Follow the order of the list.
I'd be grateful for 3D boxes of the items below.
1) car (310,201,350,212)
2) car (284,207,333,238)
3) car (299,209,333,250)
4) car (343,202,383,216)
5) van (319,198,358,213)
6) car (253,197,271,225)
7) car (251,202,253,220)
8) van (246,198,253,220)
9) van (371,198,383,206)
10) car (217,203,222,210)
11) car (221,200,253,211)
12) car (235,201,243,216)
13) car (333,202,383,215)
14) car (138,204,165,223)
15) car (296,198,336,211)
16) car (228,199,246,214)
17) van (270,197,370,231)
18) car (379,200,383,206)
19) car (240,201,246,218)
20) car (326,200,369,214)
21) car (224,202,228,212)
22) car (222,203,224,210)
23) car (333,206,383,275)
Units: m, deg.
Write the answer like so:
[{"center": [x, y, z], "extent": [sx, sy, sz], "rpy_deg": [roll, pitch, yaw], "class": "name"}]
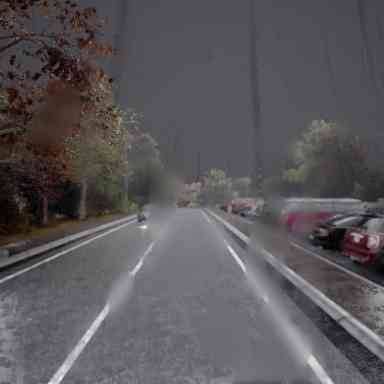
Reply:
[{"center": [19.979, 2.126, 48.478], "extent": [4.892, 1.521, 2.231], "rpy_deg": [0, -1, 0], "class": "car"}, {"center": [6.993, 1.606, 15.365], "extent": [4.674, 1.452, 2.002], "rpy_deg": [0, 0, 0], "class": "car"}, {"center": [6.992, 1.554, 12.589], "extent": [5.008, 1.535, 2.097], "rpy_deg": [0, 0, 0], "class": "car"}, {"center": [20.009, 1.902, 37.399], "extent": [5.008, 1.535, 2.097], "rpy_deg": [0, -1, 0], "class": "car"}, {"center": [20.109, 1.843, 45.713], "extent": [4.442, 1.987, 1.878], "rpy_deg": [0, -1, 0], "class": "van"}, {"center": [7.005, 1.336, 20.919], "extent": [5.566, 2.045, 2.435], "rpy_deg": [0, 0, 0], "class": "car"}, {"center": [6.998, 1.658, 23.667], "extent": [4.792, 1.488, 2.163], "rpy_deg": [0, -1, 0], "class": "car"}, {"center": [6.845, 1.458, 26.454], "extent": [4.442, 1.987, 1.878], "rpy_deg": [0, -1, 0], "class": "van"}, {"center": [20.145, 1.565, 31.864], "extent": [4.442, 1.987, 1.878], "rpy_deg": [0, -1, 0], "class": "van"}, {"center": [6.877, 1.879, 48.659], "extent": [5.566, 2.045, 2.435], "rpy_deg": [0, -1, 0], "class": "car"}, {"center": [6.929, 2.063, 51.428], "extent": [4.553, 1.767, 2.185], "rpy_deg": [0, -1, 0], "class": "car"}, {"center": [6.918, 1.825, 32.001], "extent": [4.792, 1.488, 2.163], "rpy_deg": [0, -1, 0], "class": "car"}, {"center": [20.001, 1.960, 40.294], "extent": [5.008, 1.535, 2.097], "rpy_deg": [0, -1, 0], "class": "car"}, {"center": [-3.359, 1.752, 28.068], "extent": [2.128, 1.511, 4.902], "rpy_deg": [0, -1, 0], "class": "car"}, {"center": [19.999, 1.993, 54.019], "extent": [5.566, 2.045, 2.435], "rpy_deg": [0, -2, 0], "class": "car"}, {"center": [6.939, 1.907, 37.552], "extent": [5.008, 1.535, 2.097], "rpy_deg": [0, -1, 0], "class": "car"}, {"center": [6.867, 1.351, 18.142], "extent": [4.442, 1.987, 1.878], "rpy_deg": [0, 0, 0], "class": "van"}, {"center": [19.851, 1.732, 29.088], "extent": [5.366, 1.575, 1.946], "rpy_deg": [0, -1, 0], "class": "car"}, {"center": [6.958, 1.780, 29.224], "extent": [4.674, 1.452, 2.002], "rpy_deg": [0, -1, 0], "class": "car"}, {"center": [19.968, 1.888, 42.941], "extent": [4.553, 1.767, 2.185], "rpy_deg": [0, -1, 0], "class": "car"}, {"center": [6.922, 2.059, 43.103], "extent": [4.674, 1.452, 2.002], "rpy_deg": [0, -1, 0], "class": "car"}, {"center": [6.942, 2.104, 45.878], "extent": [4.792, 1.488, 2.163], "rpy_deg": [0, -1, 0], "class": "car"}, {"center": [6.973, 1.418, 9.813], "extent": [4.553, 1.767, 2.185], "rpy_deg": [0, 0, 0], "class": "car"}]
